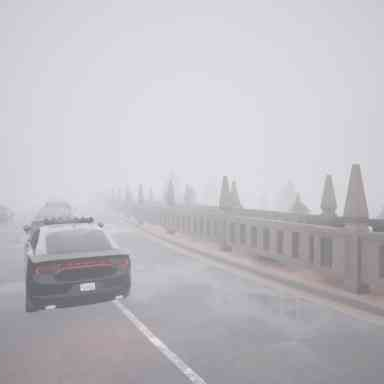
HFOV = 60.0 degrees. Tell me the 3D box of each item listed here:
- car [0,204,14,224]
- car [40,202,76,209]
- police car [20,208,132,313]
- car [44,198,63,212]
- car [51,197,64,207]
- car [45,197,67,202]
[{"bbox_3d":[-14.360,1.564,24.341,1.994,1.385,4.181,0,0,-20],"label":"car"},{"bbox_3d":[-6.510,1.478,15.794,1.882,1.535,5.008,0,0,-22],"label":"car"},{"bbox_3d":[-2.978,1.425,8.012,1.930,1.638,5.238,0,0,-27],"label":"police car"},{"bbox_3d":[-16.823,1.505,40.645,1.837,1.490,4.892,0,0,-19],"label":"car"},{"bbox_3d":[-21.461,1.505,53.250,1.837,1.490,4.892,0,0,-20],"label":"car"},{"bbox_3d":[-8.456,1.351,21.048,2.097,1.767,4.553,0,0,-20],"label":"car"}]
